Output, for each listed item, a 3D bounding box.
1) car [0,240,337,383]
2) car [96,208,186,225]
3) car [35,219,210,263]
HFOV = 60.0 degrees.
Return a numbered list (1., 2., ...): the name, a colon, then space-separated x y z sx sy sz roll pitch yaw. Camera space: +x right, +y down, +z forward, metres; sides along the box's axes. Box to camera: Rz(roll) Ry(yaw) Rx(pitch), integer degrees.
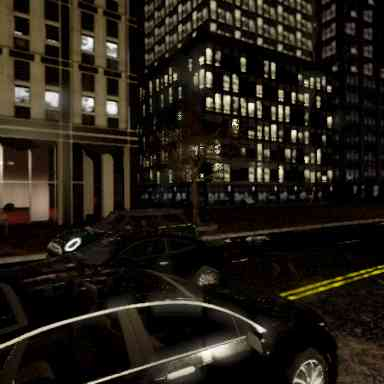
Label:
1. car: -0.621 1.501 3.043 4.892 1.490 1.837 0 0 -36
2. car: -1.992 1.337 10.267 4.553 1.767 2.097 0 0 -36
3. car: -1.249 1.516 6.804 4.674 1.442 1.812 0 0 -36
